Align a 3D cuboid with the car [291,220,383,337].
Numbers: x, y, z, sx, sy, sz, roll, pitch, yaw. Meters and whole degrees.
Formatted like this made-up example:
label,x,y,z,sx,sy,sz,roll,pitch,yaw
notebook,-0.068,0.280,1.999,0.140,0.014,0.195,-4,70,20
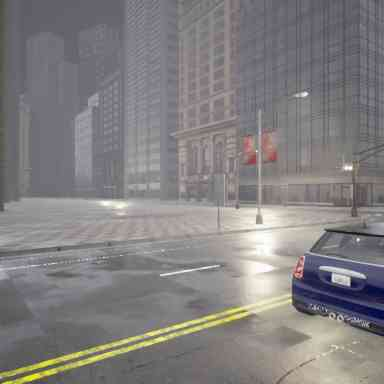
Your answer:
label,x,y,z,sx,sy,sz,roll,pitch,yaw
car,3.992,1.352,6.303,4.553,1.767,2.097,0,0,-36
